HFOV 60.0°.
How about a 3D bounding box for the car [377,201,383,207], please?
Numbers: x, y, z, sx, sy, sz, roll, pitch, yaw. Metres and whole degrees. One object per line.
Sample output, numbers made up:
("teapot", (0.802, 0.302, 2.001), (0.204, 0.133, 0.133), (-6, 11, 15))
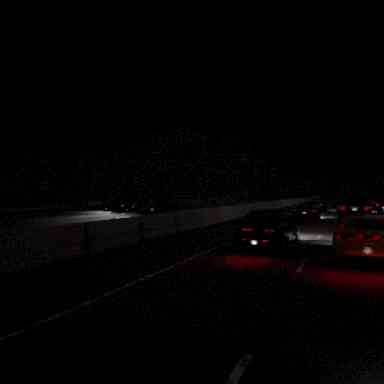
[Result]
("car", (20.674, 1.639, 35.036), (2.033, 1.411, 5.357), (0, 0, 25))

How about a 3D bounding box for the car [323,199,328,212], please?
("car", (14.994, 1.537, 39.391), (1.882, 1.535, 5.008), (0, 0, 25))

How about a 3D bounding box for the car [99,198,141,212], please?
("car", (-8.340, 1.483, 39.069), (2.033, 1.411, 5.357), (0, 0, 26))

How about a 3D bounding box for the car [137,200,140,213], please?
("car", (-5.737, 1.551, 36.401), (1.895, 1.301, 4.718), (0, 0, 25))

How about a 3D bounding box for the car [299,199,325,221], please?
("car", (9.642, 1.601, 27.774), (1.994, 1.385, 4.181), (0, 0, 25))

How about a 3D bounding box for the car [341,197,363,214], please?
("car", (17.888, 1.427, 37.321), (2.097, 1.767, 4.553), (0, 0, 25))

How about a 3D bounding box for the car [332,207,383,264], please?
("car", (5.986, 1.503, 11.572), (1.882, 1.535, 5.008), (0, 0, 25))

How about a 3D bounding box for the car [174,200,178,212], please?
("car", (-2.817, 1.459, 34.393), (2.128, 1.511, 4.902), (0, 0, 25))

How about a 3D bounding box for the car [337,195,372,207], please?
("car", (12.238, 1.274, 25.083), (2.150, 2.045, 5.566), (0, 0, 25))

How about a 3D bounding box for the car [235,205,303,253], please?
("car", (3.243, 1.516, 13.956), (1.837, 1.490, 4.892), (0, 0, 25))
